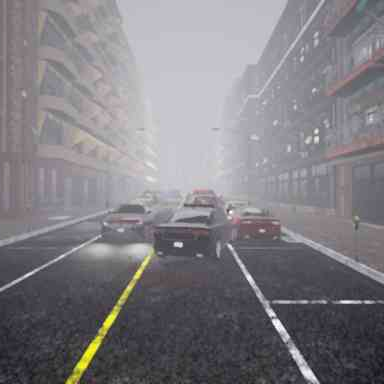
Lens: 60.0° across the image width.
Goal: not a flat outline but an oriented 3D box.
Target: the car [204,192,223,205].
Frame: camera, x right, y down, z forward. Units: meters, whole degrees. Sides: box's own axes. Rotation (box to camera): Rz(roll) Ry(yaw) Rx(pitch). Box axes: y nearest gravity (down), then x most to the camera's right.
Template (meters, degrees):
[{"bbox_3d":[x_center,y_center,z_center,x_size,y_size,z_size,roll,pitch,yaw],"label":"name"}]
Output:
[{"bbox_3d":[2.668,0.759,42.229,2.008,1.369,4.403,1,1,0],"label":"car"}]

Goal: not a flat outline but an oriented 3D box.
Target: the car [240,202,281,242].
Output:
[{"bbox_3d":[2.613,1.259,14.579,1.887,1.381,4.507,1,1,0],"label":"car"}]

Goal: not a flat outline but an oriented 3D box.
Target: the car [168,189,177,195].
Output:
[{"bbox_3d":[-5.124,0.042,86.546,1.947,1.339,4.313,1,1,0],"label":"car"}]

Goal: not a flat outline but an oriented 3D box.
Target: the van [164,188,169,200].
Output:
[{"bbox_3d":[-5.184,0.355,53.361,1.690,1.788,3.998,2,1,0],"label":"van"}]

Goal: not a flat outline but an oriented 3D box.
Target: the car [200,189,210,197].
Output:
[{"bbox_3d":[2.734,0.181,69.877,1.967,1.590,4.097,1,1,0],"label":"car"}]

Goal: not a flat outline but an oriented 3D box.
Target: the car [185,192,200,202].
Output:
[{"bbox_3d":[0.100,0.679,47.495,1.994,1.385,4.181,0,1,1],"label":"car"}]

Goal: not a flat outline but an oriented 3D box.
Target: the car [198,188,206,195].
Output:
[{"bbox_3d":[2.736,-0.166,91.999,1.967,1.590,4.097,1,1,0],"label":"car"}]

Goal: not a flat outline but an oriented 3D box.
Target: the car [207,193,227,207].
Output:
[{"bbox_3d":[2.657,0.852,36.698,1.887,1.381,4.507,1,1,0],"label":"car"}]

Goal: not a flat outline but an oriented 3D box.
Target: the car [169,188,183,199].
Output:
[{"bbox_3d":[-2.705,0.312,56.553,2.097,1.767,4.553,0,1,0],"label":"car"}]

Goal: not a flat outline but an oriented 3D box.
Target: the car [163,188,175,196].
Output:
[{"bbox_3d":[-5.139,-0.035,75.480,2.192,1.841,5.009,1,1,0],"label":"car"}]

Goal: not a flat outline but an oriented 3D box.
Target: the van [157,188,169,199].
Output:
[{"bbox_3d":[-5.174,0.262,58.892,1.690,1.788,3.998,1,1,0],"label":"van"}]

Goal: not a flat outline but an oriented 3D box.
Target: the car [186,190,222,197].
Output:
[{"bbox_3d":[0.730,0.942,21.172,2.097,1.767,4.553,0,1,-3],"label":"car"}]

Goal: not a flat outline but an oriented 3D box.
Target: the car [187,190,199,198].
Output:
[{"bbox_3d":[0.124,0.361,61.964,2.128,1.511,4.902,0,1,0],"label":"car"}]

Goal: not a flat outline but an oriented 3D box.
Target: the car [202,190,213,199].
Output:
[{"bbox_3d":[2.702,0.467,58.818,1.887,1.381,4.507,1,1,0],"label":"car"}]

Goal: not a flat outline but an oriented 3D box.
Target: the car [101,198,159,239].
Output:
[{"bbox_3d":[-2.818,1.222,15.521,1.812,1.442,4.674,0,1,0],"label":"car"}]

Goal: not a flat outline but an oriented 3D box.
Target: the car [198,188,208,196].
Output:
[{"bbox_3d":[2.717,-0.122,80.935,2.192,1.841,5.009,1,1,0],"label":"car"}]

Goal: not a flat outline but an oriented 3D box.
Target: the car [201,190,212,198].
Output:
[{"bbox_3d":[2.713,0.375,64.347,1.887,1.381,4.507,1,1,0],"label":"car"}]

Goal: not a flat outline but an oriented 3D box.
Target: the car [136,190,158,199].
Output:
[{"bbox_3d":[-5.223,0.835,36.607,1.752,1.417,4.829,2,1,0],"label":"car"}]

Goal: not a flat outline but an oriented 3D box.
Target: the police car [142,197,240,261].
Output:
[{"bbox_3d":[0.298,1.196,11.631,1.930,1.638,5.238,0,1,15],"label":"police car"}]

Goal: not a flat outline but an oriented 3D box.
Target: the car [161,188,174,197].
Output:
[{"bbox_3d":[-5.151,0.055,69.951,2.192,1.841,5.009,1,1,0],"label":"car"}]

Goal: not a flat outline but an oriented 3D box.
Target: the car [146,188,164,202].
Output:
[{"bbox_3d":[-5.205,0.522,42.304,2.192,1.841,5.009,2,1,0],"label":"car"}]

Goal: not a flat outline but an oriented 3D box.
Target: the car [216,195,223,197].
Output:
[{"bbox_3d":[2.625,1.132,20.280,1.752,1.417,4.829,1,1,0],"label":"car"}]

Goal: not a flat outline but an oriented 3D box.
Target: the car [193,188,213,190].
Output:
[{"bbox_3d":[0.879,0.702,27.277,2.150,2.045,5.566,0,1,0],"label":"car"}]
